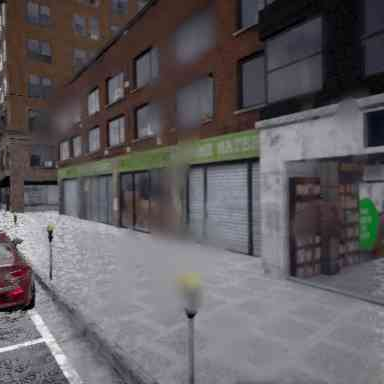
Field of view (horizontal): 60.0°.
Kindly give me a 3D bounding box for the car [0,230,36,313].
[{"bbox_3d":[-4.494,1.500,6.813,1.812,1.442,4.674,-2,1,-35],"label":"car"}]
